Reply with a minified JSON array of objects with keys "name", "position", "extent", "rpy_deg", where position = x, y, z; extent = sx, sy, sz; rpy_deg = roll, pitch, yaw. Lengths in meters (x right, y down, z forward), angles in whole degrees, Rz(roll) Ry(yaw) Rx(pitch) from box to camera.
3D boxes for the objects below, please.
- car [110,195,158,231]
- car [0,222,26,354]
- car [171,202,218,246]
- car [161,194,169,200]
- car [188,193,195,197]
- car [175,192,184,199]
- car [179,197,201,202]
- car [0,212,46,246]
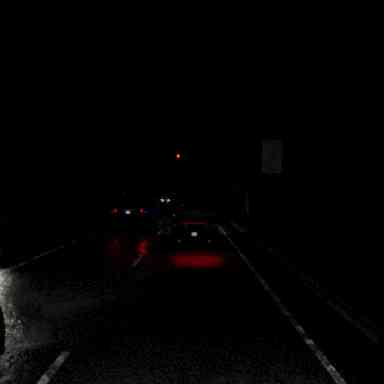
[{"name":"car","position":[-3.415,1.164,20.389],"extent":[2.150,2.045,5.566],"rpy_deg":[0,0,0]},{"name":"car","position":[-3.405,1.345,2.363],"extent":[2.097,1.767,4.553],"rpy_deg":[0,0,0]},{"name":"car","position":[0.089,1.435,15.141],"extent":[1.882,1.535,5.008],"rpy_deg":[0,0,0]},{"name":"car","position":[-7.072,1.253,88.514],"extent":[1.837,1.490,4.892],"rpy_deg":[0,0,0]},{"name":"car","position":[-0.076,1.086,93.131],"extent":[2.097,1.767,4.553],"rpy_deg":[0,0,0]},{"name":"car","position":[-3.576,0.958,92.804],"extent":[2.150,2.045,5.566],"rpy_deg":[0,0,0]},{"name":"car","position":[0.080,1.417,26.562],"extent":[2.128,1.511,4.902],"rpy_deg":[0,0,0]},{"name":"car","position":[-7.106,1.491,12.452],"extent":[1.812,1.442,4.674],"rpy_deg":[0,0,0]}]
